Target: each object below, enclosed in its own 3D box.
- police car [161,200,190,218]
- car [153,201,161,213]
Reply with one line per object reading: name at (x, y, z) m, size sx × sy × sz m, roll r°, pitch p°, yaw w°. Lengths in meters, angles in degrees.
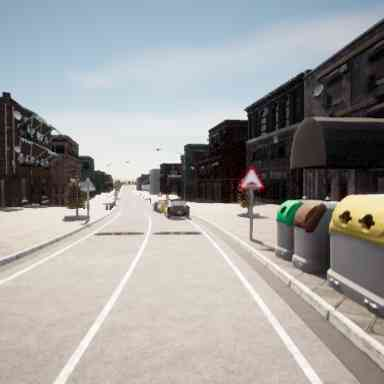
police car at (-1.420, 1.491, 30.033) m, size 1.930 × 1.638 × 5.238 m, roll 0°, pitch -1°, yaw -9°
car at (-3.207, 1.732, 40.077) m, size 1.801 × 1.575 × 5.366 m, roll 0°, pitch -1°, yaw -11°
